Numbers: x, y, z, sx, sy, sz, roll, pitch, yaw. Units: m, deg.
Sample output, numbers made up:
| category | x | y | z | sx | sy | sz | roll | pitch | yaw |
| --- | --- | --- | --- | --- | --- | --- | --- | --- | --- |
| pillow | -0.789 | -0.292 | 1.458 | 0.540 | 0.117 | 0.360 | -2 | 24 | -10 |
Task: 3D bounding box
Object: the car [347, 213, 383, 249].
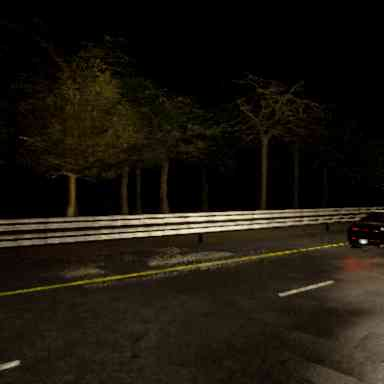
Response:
| category | x | y | z | sx | sy | sz | roll | pitch | yaw |
| --- | --- | --- | --- | --- | --- | --- | --- | --- | --- |
| car | 8.522 | 1.650 | 14.119 | 4.892 | 1.490 | 1.837 | 0 | 0 | -35 |
